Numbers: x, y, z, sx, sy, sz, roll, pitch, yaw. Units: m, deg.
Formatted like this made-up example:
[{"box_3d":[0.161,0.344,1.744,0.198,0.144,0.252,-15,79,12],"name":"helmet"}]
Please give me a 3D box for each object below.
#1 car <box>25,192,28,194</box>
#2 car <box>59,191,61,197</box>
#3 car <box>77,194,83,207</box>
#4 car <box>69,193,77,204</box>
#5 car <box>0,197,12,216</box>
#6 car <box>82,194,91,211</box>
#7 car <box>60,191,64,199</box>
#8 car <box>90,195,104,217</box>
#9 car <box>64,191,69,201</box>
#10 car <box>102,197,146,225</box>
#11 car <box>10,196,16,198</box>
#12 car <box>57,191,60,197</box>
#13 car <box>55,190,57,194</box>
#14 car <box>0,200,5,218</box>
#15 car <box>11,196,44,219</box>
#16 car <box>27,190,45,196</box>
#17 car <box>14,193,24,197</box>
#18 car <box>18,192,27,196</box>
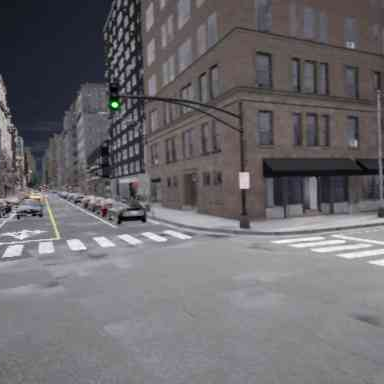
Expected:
[{"box_3d":[-32.366,1.110,62.791,1.947,1.339,4.313,-2,1,-24],"name":"car"},{"box_3d":[-26.879,0.751,71.347,1.802,1.307,4.206,-2,1,-24],"name":"car"},{"box_3d":[-10.970,1.039,36.052,1.887,1.381,4.507,-2,1,-24],"name":"car"},{"box_3d":[-15.515,0.969,46.137,1.947,1.339,4.313,-2,1,-24],"name":"car"},{"box_3d":[-16.462,1.419,27.506,2.008,1.369,4.403,-2,1,-24],"name":"car"},{"box_3d":[-8.697,1.091,31.011,2.008,1.369,4.403,-2,1,-24],"name":"car"},{"box_3d":[-24.606,0.782,66.305,1.947,1.339,4.313,-2,1,-24],"name":"car"},{"box_3d":[-6.424,1.130,25.969,1.887,1.381,4.507,-2,1,-24],"name":"car"},{"box_3d":[-20.061,0.861,56.220,2.008,1.369,4.403,-2,1,-24],"name":"car"},{"box_3d":[-4.151,1.197,20.927,1.947,1.339,4.313,-2,1,-24],"name":"car"},{"box_3d":[-18.734,1.367,32.546,1.887,1.381,4.507,-2,1,-24],"name":"car"},{"box_3d":[-29.152,0.688,76.389,1.947,1.339,4.313,-2,1,-24],"name":"car"},{"box_3d":[-33.700,0.470,86.469,1.967,1.590,4.097,-2,1,-24],"name":"car"},{"box_3d":[-14.190,1.479,22.465,1.947,1.339,4.313,-2,1,-24],"name":"car"},{"box_3d":[-13.122,1.321,27.023,2.033,1.411,5.357,-2,1,-24],"name":"car"},{"box_3d":[-26.543,0.981,56.793,1.882,1.535,5.008,-2,2,-24],"name":"car"},{"box_3d":[-25.481,1.211,47.513,1.752,1.417,4.829,-2,1,-24],"name":"car"},{"box_3d":[-27.822,1.204,52.710,1.947,1.339,4.313,-2,1,-24],"name":"car"}]
